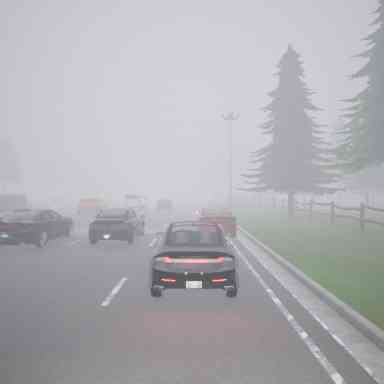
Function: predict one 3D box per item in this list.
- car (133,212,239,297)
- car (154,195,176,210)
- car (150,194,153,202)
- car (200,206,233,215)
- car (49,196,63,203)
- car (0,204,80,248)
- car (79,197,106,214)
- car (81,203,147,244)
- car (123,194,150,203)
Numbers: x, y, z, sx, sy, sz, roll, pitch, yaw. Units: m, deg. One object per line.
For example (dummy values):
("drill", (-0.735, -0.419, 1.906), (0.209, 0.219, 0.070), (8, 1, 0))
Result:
("car", (0.053, 1.492, 8.545), (2.128, 1.511, 4.902), (0, 0, 0))
("car", (-3.395, 1.482, 42.526), (1.882, 1.535, 5.008), (0, 0, 0))
("car", (-10.485, 1.486, 74.882), (1.882, 1.535, 5.008), (0, 0, 0))
("car", (1.227, 1.480, 17.887), (1.882, 1.535, 5.008), (0, 0, 0))
("car", (-28.816, 1.532, 70.293), (2.128, 1.511, 4.902), (0, 0, -38))
("car", (-6.897, 1.479, 14.786), (1.882, 1.535, 5.008), (0, 0, 0))
("car", (-10.395, 1.355, 35.012), (2.097, 1.767, 4.553), (0, 0, 0))
("car", (-3.398, 1.506, 15.668), (1.837, 1.490, 4.892), (0, 0, 0))
("car", (-6.894, 1.226, 40.491), (2.150, 2.045, 5.566), (0, 0, 0))
